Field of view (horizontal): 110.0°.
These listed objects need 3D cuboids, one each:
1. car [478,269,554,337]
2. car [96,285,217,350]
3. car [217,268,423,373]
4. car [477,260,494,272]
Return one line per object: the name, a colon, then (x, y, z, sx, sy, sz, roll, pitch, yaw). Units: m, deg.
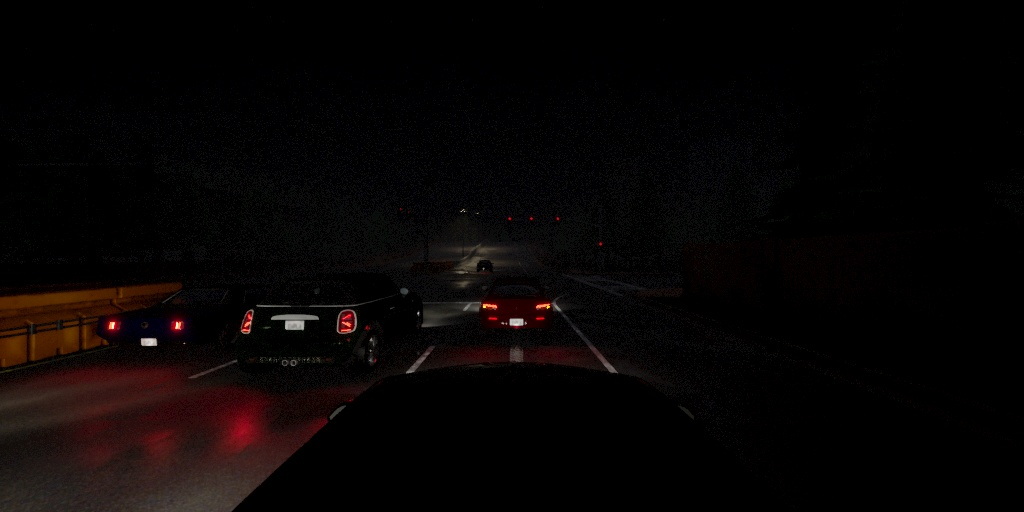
car: (0.097, 1.276, 10.120, 1.812, 1.442, 4.674, 0, 0, 0)
car: (-6.902, 1.351, 9.044, 1.895, 1.301, 4.718, 0, 0, 0)
car: (-3.400, 1.102, 7.730, 2.097, 1.767, 4.553, 0, 0, 0)
car: (-3.410, 1.255, 45.465, 1.837, 1.490, 4.892, 0, 0, 0)
